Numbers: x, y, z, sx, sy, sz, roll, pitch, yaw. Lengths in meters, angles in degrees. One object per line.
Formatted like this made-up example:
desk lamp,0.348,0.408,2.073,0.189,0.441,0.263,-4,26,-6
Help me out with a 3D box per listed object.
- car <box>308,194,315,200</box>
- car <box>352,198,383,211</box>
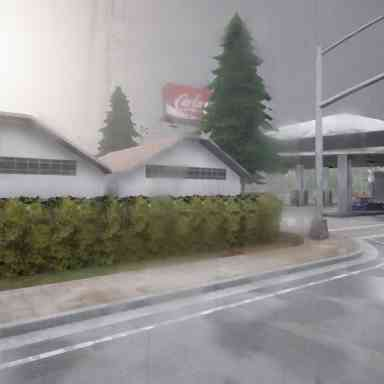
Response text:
car,31.815,1.330,88.879,2.152,1.636,5.027,0,0,-36
car,20.814,1.480,39.371,4.611,1.667,2.242,0,0,-36
